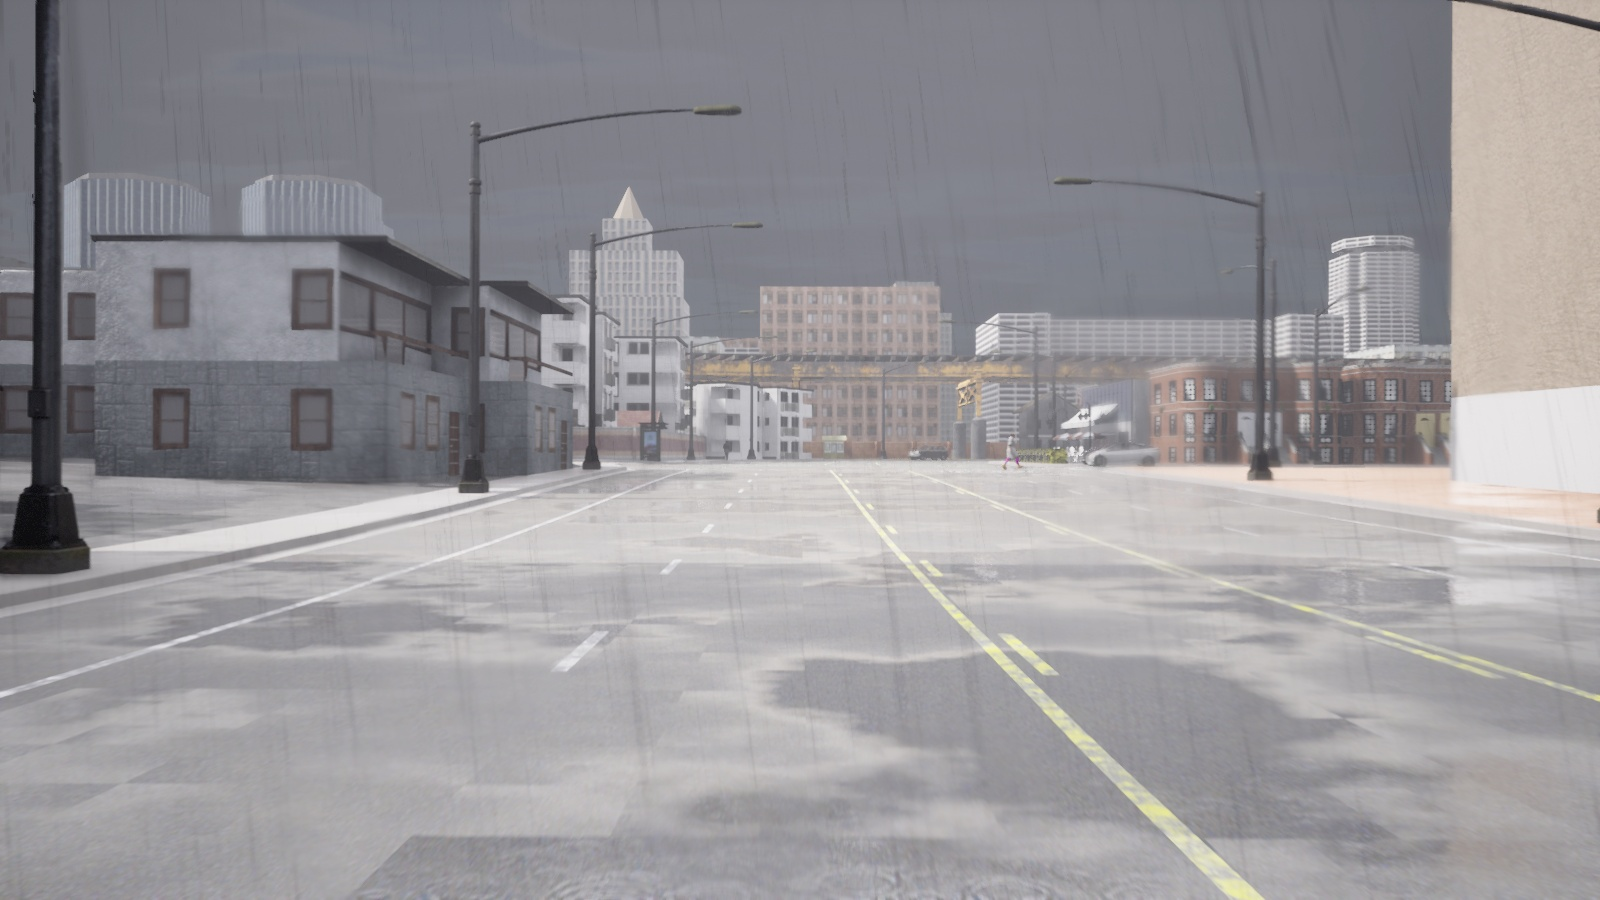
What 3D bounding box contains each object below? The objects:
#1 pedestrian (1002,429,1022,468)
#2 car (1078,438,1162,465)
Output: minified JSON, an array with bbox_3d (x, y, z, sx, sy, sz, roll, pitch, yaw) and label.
[{"bbox_3d":[10.801,-0.063,63.871,0.873,1.952,0.659,0,0,-4],"label":"pedestrian"},{"bbox_3d":[19.097,0.098,75.033,4.514,1.525,2.007,0,0,1],"label":"car"}]
